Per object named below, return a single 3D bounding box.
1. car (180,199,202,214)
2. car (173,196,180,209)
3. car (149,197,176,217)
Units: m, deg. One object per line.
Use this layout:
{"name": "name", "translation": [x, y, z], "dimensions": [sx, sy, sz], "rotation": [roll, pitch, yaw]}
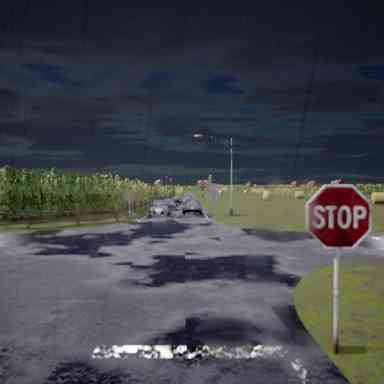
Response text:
{"name": "car", "translation": [0.033, 1.552, 35.221], "dimensions": [1.994, 1.385, 4.181], "rotation": [0, 0, 0]}
{"name": "car", "translation": [-2.933, 1.542, 42.461], "dimensions": [1.994, 1.385, 4.181], "rotation": [0, 0, 0]}
{"name": "car", "translation": [-2.905, 1.484, 31.276], "dimensions": [2.128, 1.511, 4.902], "rotation": [0, 0, 0]}
